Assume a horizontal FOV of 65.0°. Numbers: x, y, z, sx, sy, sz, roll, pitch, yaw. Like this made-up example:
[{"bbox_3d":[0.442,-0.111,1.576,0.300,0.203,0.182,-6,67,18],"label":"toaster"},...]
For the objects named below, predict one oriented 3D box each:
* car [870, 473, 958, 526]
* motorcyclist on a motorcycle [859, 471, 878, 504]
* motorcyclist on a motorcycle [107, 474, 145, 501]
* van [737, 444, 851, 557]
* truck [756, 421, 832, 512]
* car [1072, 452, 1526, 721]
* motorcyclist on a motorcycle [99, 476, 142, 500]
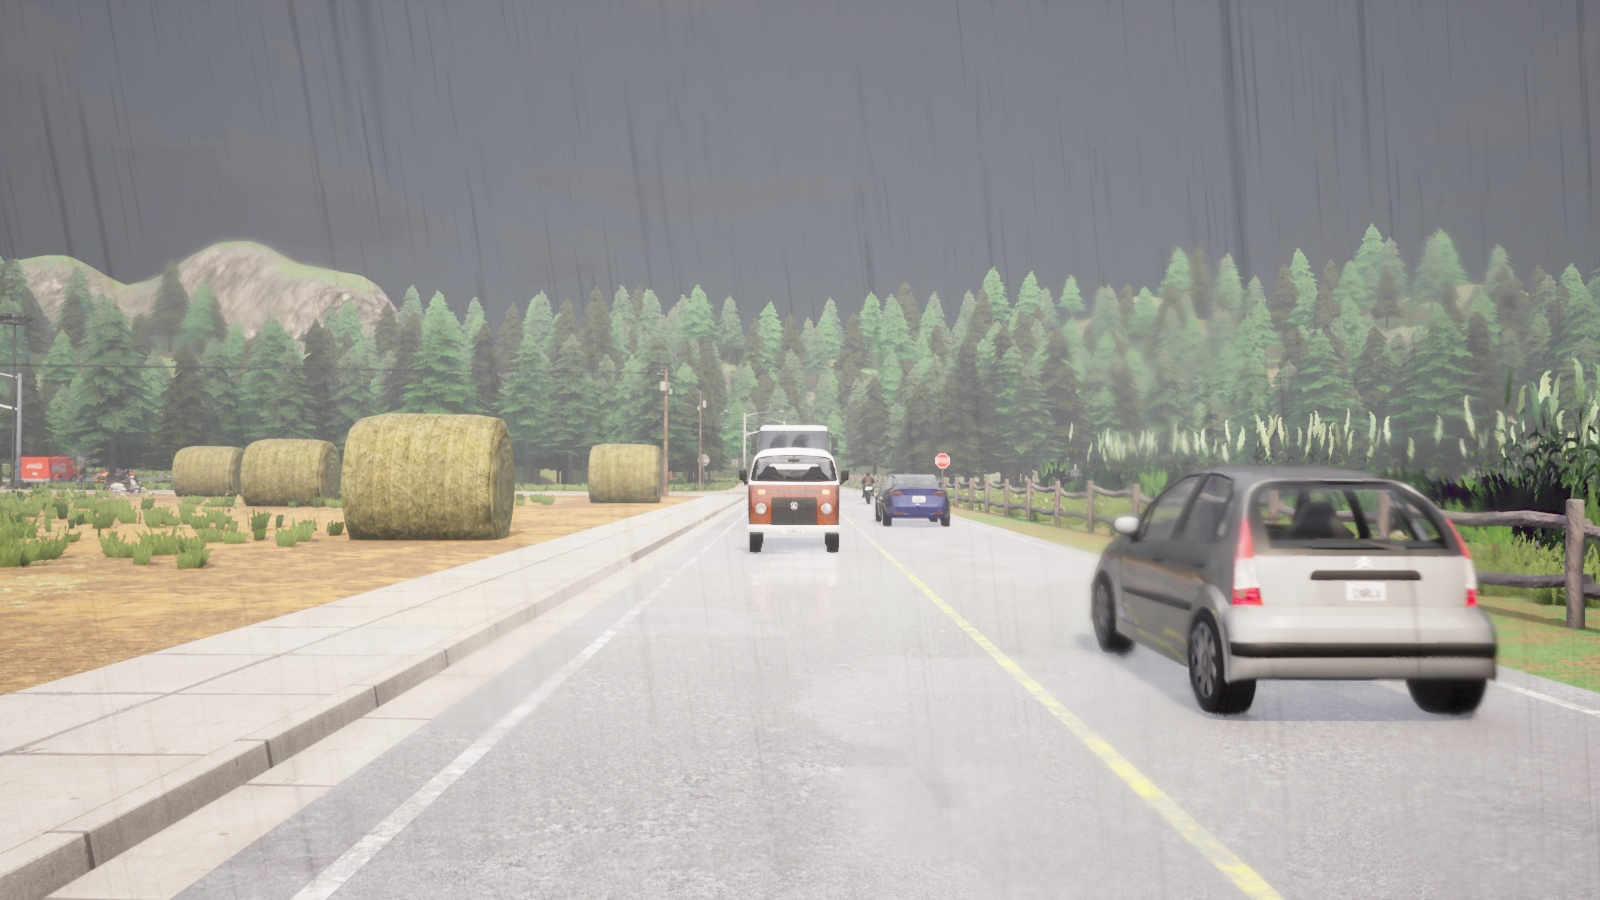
[{"bbox_3d":[3.328,1.431,37.526,2.163,1.488,4.792,0,-1,0],"label":"car"},{"bbox_3d":[3.229,1.783,59.529,0.797,1.523,2.044,0,-1,0],"label":"motorcyclist on a motorcycle"},{"bbox_3d":[-40.399,2.228,75.295,1.817,1.590,0.866,0,-1,-3],"label":"motorcyclist on a motorcycle"},{"bbox_3d":[-0.117,0.959,25.072,2.069,2.038,4.480,0,-1,0],"label":"van"},{"bbox_3d":[-0.238,0.700,51.619,2.891,3.462,7.936,0,-1,0],"label":"truck"},{"bbox_3d":[3.453,0.860,9.592,1.851,1.617,3.988,0,-1,0],"label":"car"},{"bbox_3d":[-42.591,2.375,78.681,2.191,1.530,0.866,0,-1,-3],"label":"motorcyclist on a motorcycle"}]
